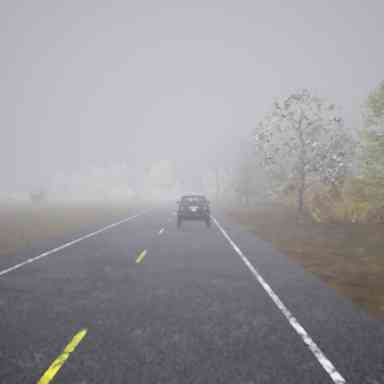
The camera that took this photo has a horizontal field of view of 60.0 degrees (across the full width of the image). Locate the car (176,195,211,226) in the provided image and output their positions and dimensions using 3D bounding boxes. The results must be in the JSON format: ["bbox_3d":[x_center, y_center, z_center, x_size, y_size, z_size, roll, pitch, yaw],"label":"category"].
[{"bbox_3d":[0.102,1.184,22.950,2.150,2.045,5.566,0,0,0],"label":"car"}]

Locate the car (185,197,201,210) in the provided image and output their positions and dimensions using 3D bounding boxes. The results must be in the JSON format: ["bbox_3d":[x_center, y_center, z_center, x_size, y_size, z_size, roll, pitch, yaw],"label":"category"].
[{"bbox_3d":[0.103,1.397,41.588,1.882,1.535,5.008,0,0,0],"label":"car"}]
